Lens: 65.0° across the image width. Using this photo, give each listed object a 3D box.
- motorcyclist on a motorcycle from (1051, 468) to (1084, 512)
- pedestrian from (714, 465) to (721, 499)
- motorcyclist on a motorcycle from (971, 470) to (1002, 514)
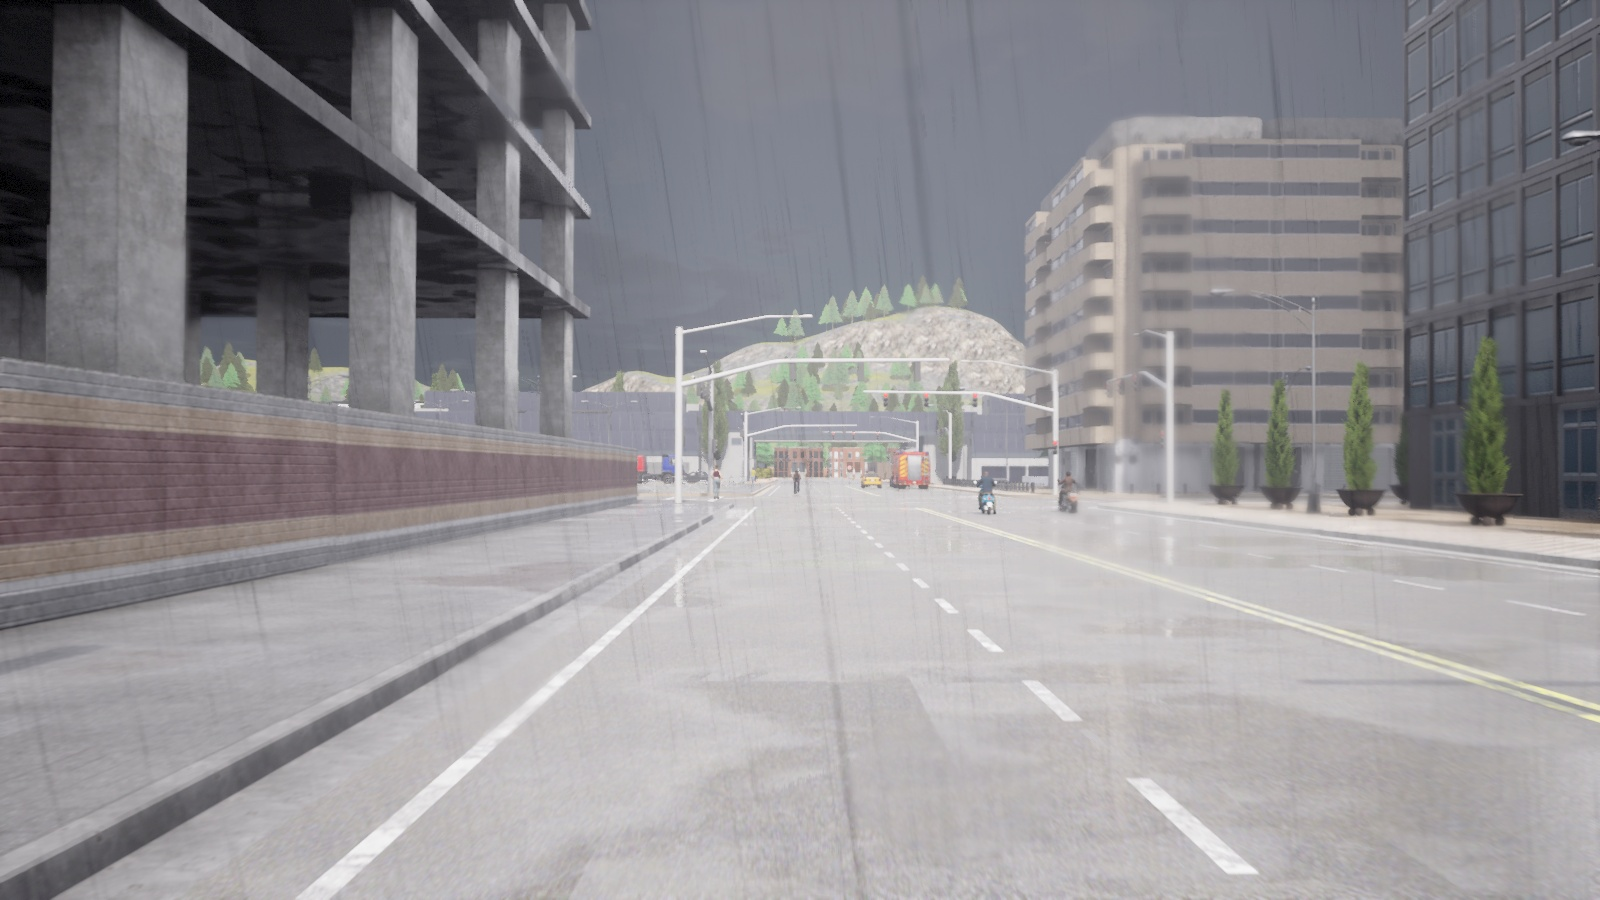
[{"bbox_3d":[10.381,1.549,48.747,0.766,1.649,2.350,0,-1,0],"label":"motorcyclist on a motorcycle"},{"bbox_3d":[-4.439,1.726,67.296,0.345,1.836,0.594,0,-1,-1],"label":"pedestrian"},{"bbox_3d":[6.887,1.527,46.452,0.866,1.590,1.817,0,-1,0],"label":"motorcyclist on a motorcycle"}]
